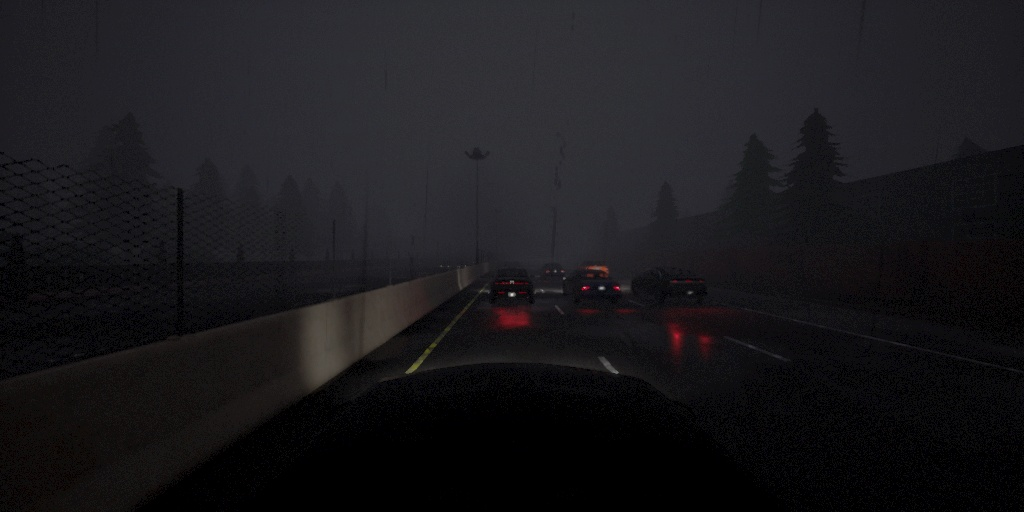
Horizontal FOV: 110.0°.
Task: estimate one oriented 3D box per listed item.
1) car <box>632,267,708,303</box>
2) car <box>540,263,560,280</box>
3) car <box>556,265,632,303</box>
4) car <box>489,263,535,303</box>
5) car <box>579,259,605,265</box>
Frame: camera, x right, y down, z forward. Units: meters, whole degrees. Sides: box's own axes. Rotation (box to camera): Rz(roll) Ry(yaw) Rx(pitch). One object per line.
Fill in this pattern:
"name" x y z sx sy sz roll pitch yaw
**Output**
"car" 7.000 1.242 16.500 2.128 1.511 4.902 0 0 0
"car" 3.500 1.311 31.500 2.033 1.411 5.357 0 0 0
"car" 3.500 1.310 16.500 2.033 1.411 5.357 0 0 0
"car" 0.000 1.264 16.500 1.837 1.490 4.892 0 0 0
"car" 7.000 1.114 31.470 2.097 1.767 4.553 0 0 0
